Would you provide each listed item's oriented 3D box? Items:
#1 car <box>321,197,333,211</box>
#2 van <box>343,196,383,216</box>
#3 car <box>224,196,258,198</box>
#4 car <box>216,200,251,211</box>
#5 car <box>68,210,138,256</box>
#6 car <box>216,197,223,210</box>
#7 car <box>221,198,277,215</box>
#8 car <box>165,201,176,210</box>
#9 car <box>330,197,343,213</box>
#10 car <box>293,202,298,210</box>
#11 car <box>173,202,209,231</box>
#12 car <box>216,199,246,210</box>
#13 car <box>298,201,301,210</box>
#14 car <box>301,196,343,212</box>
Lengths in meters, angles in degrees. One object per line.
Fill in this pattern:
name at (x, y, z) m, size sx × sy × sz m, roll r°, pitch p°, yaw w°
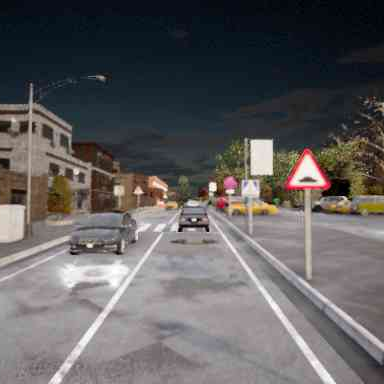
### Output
car at (18.700, 1.731, 39.549) m, size 5.366 × 1.575 × 1.946 m, roll 0°, pitch -1°, yaw 0°
van at (18.440, 1.402, 34.097) m, size 4.442 × 1.987 × 1.878 m, roll 0°, pitch -1°, yaw 0°
car at (6.293, 1.563, 37.566) m, size 4.553 × 1.767 × 2.185 m, roll 0°, pitch -1°, yaw 0°
car at (6.151, 2.005, 49.704) m, size 5.008 × 1.535 × 2.097 m, roll 0°, pitch -2°, yaw -1°
car at (-3.347, 1.519, 13.325) m, size 1.837 × 1.490 × 4.892 m, roll 0°, pitch 0°, yaw 0°
car at (6.211, 1.663, 46.795) m, size 5.566 × 2.045 × 2.435 m, roll 0°, pitch -2°, yaw -1°
car at (6.099, 1.632, 34.645) m, size 5.366 × 1.575 × 1.946 m, roll 0°, pitch -1°, yaw 0°
car at (-3.389, 2.291, 56.005) m, size 1.882 × 1.535 × 5.008 m, roll 0°, pitch -2°, yaw 0°
car at (18.720, 1.676, 36.889) m, size 5.366 × 1.575 × 1.946 m, roll 0°, pitch -1°, yaw 0°
car at (18.374, 1.788, 50.729) m, size 5.566 × 2.045 × 2.435 m, roll 0°, pitch -2°, yaw -1°
car at (0.102, 1.572, 20.653) m, size 2.033 × 1.411 × 5.357 m, roll 0°, pitch 0°, yaw 0°
car at (6.140, 1.974, 52.742) m, size 4.553 × 1.767 × 2.185 m, roll 0°, pitch -2°, yaw -1°
car at (18.429, 1.957, 48.054) m, size 4.892 × 1.521 × 2.231 m, roll 0°, pitch -2°, yaw -1°
car at (18.441, 1.622, 45.269) m, size 5.566 × 2.045 × 2.435 m, roll 0°, pitch -2°, yaw -1°
